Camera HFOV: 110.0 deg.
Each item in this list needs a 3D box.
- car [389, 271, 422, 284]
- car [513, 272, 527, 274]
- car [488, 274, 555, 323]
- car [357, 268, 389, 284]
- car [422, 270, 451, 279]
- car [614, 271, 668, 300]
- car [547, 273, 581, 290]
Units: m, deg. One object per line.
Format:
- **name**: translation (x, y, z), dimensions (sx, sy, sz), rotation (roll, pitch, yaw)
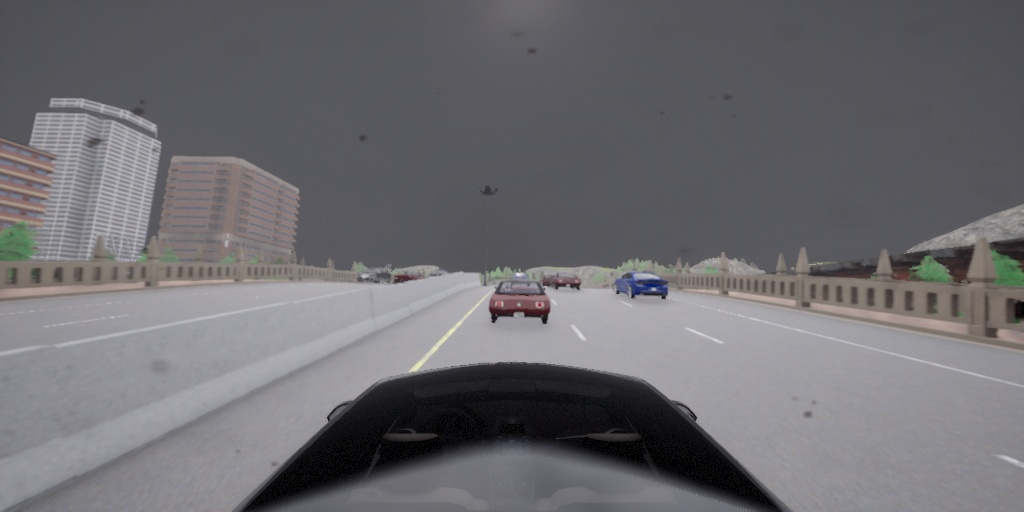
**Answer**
- **car**: translation (-9.888, 2.088, 34.724), dimensions (1.895, 1.301, 4.718), rotation (1, -4, 2)
- **car**: translation (0.768, 2.234, 34.255), dimensions (2.033, 1.411, 5.357), rotation (1, -4, 1)
- **car**: translation (0.275, 1.499, 12.892), dimensions (1.895, 1.301, 4.718), rotation (1, -1, 1)
- **car**: translation (-13.374, 1.933, 35.129), dimensions (2.128, 1.511, 4.902), rotation (1, -5, 2)
- **car**: translation (-6.441, 1.979, 32.762), dimensions (1.994, 1.385, 4.181), rotation (1, -4, 2)
- **car**: translation (7.472, 1.650, 21.200), dimensions (1.882, 1.535, 5.008), rotation (1, -1, 1)
- **car**: translation (4.131, 1.970, 28.198), dimensions (1.895, 1.301, 4.718), rotation (1, -3, 1)
